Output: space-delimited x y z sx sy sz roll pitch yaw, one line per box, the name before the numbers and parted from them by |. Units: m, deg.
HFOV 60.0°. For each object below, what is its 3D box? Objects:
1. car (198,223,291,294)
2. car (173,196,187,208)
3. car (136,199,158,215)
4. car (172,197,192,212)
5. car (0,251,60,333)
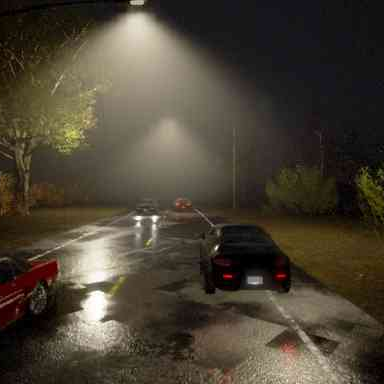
car | 1.174 1.521 8.653 1.812 1.442 4.674 0 0 -1
car | -1.725 1.419 47.694 1.837 1.490 4.892 0 0 -4
car | -4.375 1.458 32.788 1.837 1.490 4.892 0 0 -3
car | -1.031 1.466 37.514 1.812 1.442 4.674 0 0 -3
car | -3.633 1.599 4.602 1.895 1.301 4.718 0 0 0
